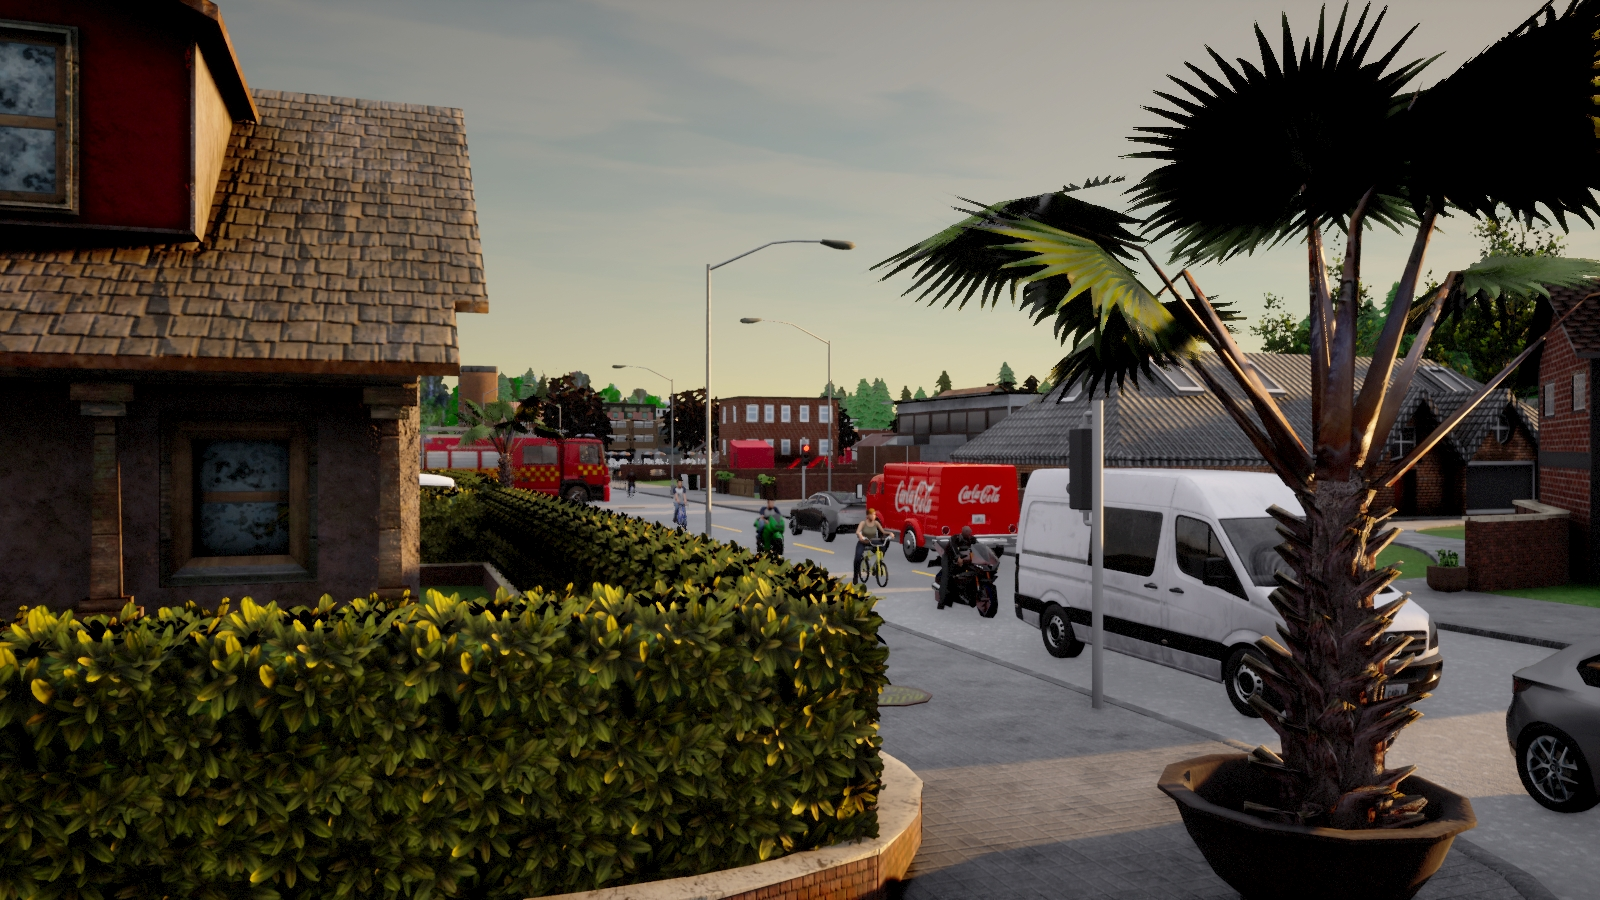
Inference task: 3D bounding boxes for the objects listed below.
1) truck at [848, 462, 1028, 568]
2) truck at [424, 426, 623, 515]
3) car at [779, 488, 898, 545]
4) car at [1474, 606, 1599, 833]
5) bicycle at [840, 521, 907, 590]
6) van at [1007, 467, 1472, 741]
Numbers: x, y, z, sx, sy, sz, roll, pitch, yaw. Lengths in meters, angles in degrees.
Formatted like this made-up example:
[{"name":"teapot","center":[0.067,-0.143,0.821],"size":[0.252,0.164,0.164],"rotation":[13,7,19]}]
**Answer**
[{"name":"truck","center":[3.468,1.570,29.990],"size":[2.627,2.467,5.204],"rotation":[0,0,-20]},{"name":"truck","center":[-12.690,0.893,52.607],"size":[8.468,3.827,2.891],"rotation":[0,0,-27]},{"name":"car","center":[1.122,2.053,36.412],"size":[2.128,1.511,4.902],"rotation":[0,0,-20]},{"name":"car","center":[6.934,2.069,7.650],"size":[1.816,1.474,4.193],"rotation":[0,0,-12]},{"name":"bicycle","center":[1.505,2.162,23.648],"size":[0.859,1.276,1.487],"rotation":[0,0,-19]},{"name":"van","center":[4.966,1.538,14.186],"size":[1.988,2.561,5.915],"rotation":[0,0,-20]}]
